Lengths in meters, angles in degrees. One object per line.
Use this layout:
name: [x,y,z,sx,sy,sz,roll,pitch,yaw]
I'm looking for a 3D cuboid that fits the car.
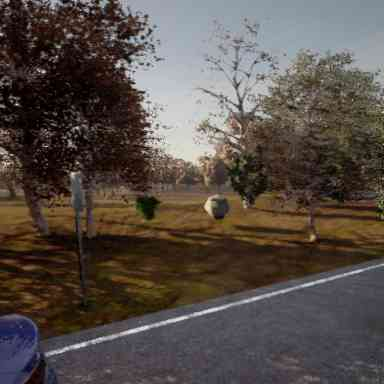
car: [-3.192,1.526,1.695,4.674,1.442,1.812,0,0,-36]
